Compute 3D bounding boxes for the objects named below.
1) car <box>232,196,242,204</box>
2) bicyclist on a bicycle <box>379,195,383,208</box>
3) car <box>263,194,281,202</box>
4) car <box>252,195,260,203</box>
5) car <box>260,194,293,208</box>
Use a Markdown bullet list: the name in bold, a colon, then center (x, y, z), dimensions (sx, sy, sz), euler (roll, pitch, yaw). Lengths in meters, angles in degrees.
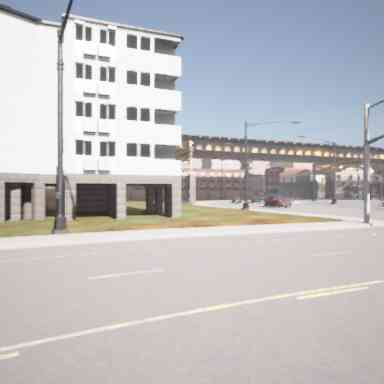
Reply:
- **car**: center (8.705, 1.471, 64.164), dimensions (2.128, 1.511, 4.902), euler (0, 0, 9)
- **bicyclist on a bicycle**: center (25.176, 1.278, 43.741), dimensions (1.656, 1.620, 0.582), euler (0, 0, -22)
- **car**: center (18.374, 1.324, 76.543), dimensions (2.097, 1.767, 4.553), euler (0, 0, 44)
- **car**: center (13.148, 1.464, 67.355), dimensions (2.128, 1.511, 4.902), euler (0, 0, 14)
- **car**: center (12.115, 1.333, 46.909), dimensions (2.097, 1.767, 4.553), euler (0, 0, -21)
